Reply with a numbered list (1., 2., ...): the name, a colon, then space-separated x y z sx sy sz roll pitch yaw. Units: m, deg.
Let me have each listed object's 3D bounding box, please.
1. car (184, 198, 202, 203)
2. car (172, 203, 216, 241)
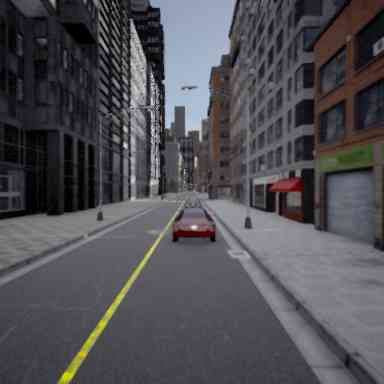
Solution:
1. car: 0.107 1.301 35.958 2.033 1.411 5.357 0 0 0
2. car: 0.095 1.455 16.142 1.994 1.385 4.181 0 0 0
